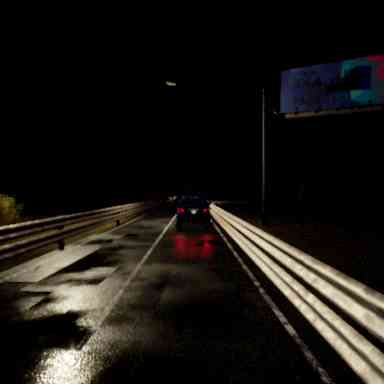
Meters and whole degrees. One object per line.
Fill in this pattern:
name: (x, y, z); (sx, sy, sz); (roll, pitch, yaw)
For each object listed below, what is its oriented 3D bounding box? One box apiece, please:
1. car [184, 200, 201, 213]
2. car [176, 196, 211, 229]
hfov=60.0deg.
car: (0.070, 1.723, 41.572); (2.033, 1.411, 5.357); (0, 0, 0)
car: (0.089, 1.318, 22.737); (2.150, 2.045, 5.566); (0, 0, 0)
